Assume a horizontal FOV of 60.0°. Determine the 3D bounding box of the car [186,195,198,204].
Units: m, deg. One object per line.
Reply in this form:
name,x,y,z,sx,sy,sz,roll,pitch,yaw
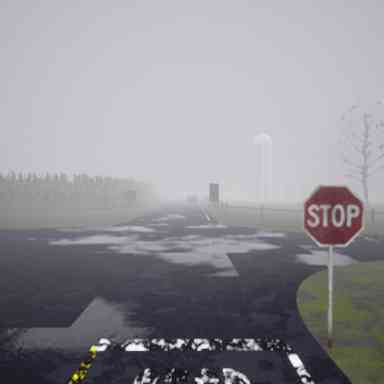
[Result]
car,0.048,1.302,61.398,2.097,1.767,4.553,0,0,0
